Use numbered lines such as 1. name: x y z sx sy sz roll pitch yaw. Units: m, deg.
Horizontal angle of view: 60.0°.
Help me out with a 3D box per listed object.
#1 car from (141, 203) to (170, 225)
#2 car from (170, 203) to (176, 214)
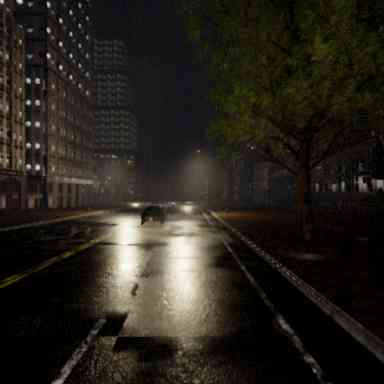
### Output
1. car: -3.166 1.898 28.251 1.837 1.490 4.892 0 -1 0
2. car: -3.178 2.159 44.029 2.033 1.411 5.357 0 -1 0
